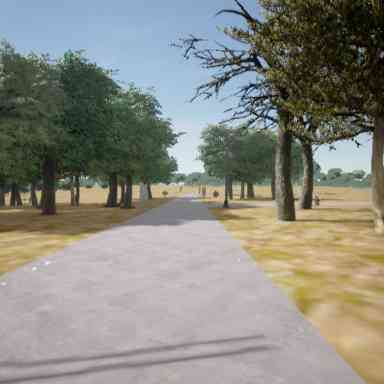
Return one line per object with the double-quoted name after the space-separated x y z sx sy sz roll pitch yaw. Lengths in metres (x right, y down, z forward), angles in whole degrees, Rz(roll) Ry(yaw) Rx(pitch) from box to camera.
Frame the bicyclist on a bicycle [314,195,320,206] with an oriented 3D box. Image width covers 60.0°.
18.545 1.283 49.512 0.582 1.620 1.656 -1 0 0 "bicyclist on a bicycle"
